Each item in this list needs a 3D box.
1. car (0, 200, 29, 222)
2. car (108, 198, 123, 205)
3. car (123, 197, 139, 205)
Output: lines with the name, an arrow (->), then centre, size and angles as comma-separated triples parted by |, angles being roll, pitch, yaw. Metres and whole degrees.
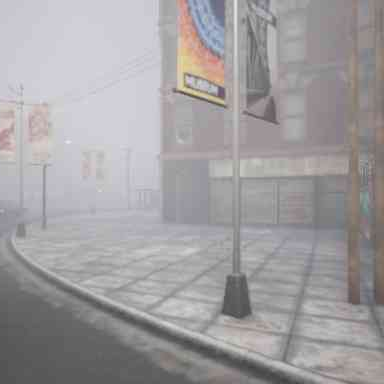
car -> -15.659, 1.482, 28.140 | 2.097, 1.767, 4.553 | 0, 0, -2
car -> -14.557, 1.853, 65.413 | 1.994, 1.385, 4.181 | 0, 0, 23
car -> -10.775, 1.774, 65.405 | 1.882, 1.535, 5.008 | 0, 0, 23
